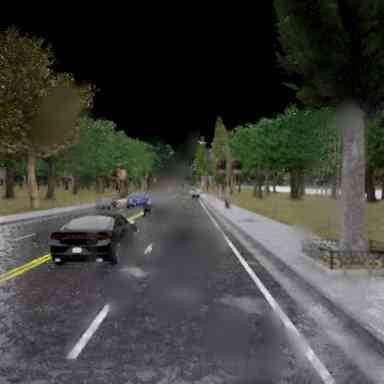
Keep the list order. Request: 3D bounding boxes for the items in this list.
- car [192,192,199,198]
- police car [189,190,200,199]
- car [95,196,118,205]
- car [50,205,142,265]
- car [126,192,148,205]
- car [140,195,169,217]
[{"bbox_3d":[0.961,0.714,92.055,1.837,1.490,4.892,0,1,0],"label":"car"},{"bbox_3d":[0.962,0.768,82.164,1.930,1.638,5.238,0,1,0],"label":"police car"},{"bbox_3d":[-9.846,1.304,38.587,1.837,1.490,4.892,0,1,0],"label":"car"},{"bbox_3d":[-3.151,1.436,11.589,1.882,1.535,5.008,0,0,0],"label":"car"},{"bbox_3d":[-6.597,1.000,40.977,2.150,2.045,5.566,0,1,0],"label":"car"},{"bbox_3d":[-3.155,1.343,29.990,1.882,1.535,5.008,0,0,0],"label":"car"}]
